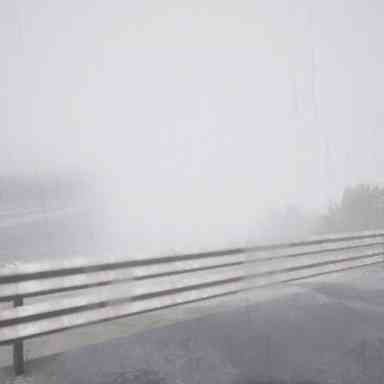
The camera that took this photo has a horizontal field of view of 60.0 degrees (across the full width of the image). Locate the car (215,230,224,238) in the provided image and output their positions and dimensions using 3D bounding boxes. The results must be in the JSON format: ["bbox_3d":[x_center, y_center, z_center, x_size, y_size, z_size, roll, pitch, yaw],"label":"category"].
[{"bbox_3d":[8.246,9.166,71.400,5.008,1.535,1.882,0,0,-17],"label":"car"}]

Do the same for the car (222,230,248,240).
[{"bbox_3d":[9.258,9.191,68.050,4.902,1.511,2.128,0,0,-17],"label":"car"}]

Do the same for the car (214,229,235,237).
[{"bbox_3d":[7.217,9.228,74.745,4.181,1.385,1.994,0,0,-17],"label":"car"}]
